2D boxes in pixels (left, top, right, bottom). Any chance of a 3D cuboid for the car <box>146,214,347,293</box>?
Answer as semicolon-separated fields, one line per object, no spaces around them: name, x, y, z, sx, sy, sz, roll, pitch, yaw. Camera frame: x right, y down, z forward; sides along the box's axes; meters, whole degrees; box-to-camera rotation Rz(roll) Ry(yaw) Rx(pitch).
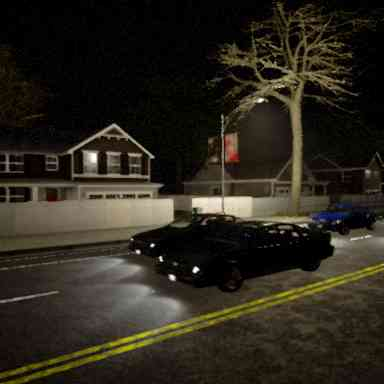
car;1.702;1.497;8.972;5.357;1.411;2.033;-1;0;-36

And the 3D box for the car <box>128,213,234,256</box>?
car;0.452;1.490;12.091;5.357;1.411;2.033;-1;0;-36

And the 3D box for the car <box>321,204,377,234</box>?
car;8.209;1.392;17.916;4.674;1.442;1.812;-1;1;-37
